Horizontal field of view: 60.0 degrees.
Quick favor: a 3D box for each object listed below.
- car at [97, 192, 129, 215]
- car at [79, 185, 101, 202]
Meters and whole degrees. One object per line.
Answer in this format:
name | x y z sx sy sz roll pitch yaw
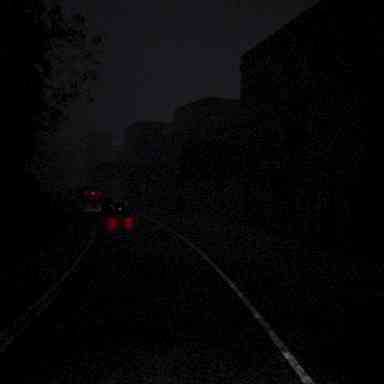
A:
car | -6.692 1.092 28.744 1.812 1.442 4.674 -2 3 -24
car | -12.799 0.091 41.646 2.150 2.045 5.566 -2 4 -26
